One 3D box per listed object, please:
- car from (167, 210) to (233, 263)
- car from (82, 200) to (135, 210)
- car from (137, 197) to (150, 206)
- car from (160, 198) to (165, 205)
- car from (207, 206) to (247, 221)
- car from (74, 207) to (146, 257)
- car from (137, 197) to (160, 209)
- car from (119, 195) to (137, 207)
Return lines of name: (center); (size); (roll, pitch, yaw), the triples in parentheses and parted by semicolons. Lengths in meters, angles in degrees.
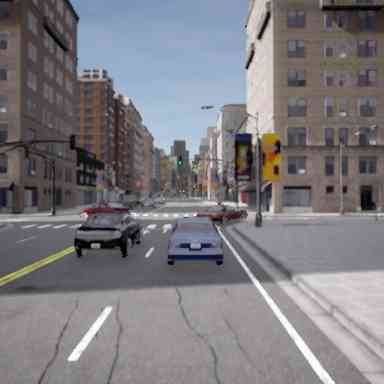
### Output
car: (0.103, 1.611, 12.123); (2.033, 1.411, 5.357); (0, 0, 0)
car: (-7.436, 1.623, 28.285); (5.008, 1.535, 1.882); (0, -2, 39)
car: (-9.738, 1.826, 66.620); (1.882, 1.535, 5.008); (0, 0, 0)
car: (-6.488, 1.889, 66.137); (2.033, 1.411, 5.357); (0, 0, 0)
car: (2.446, 1.712, 25.591); (1.895, 1.301, 4.718); (-1, 0, 36)
car: (-3.146, 1.561, 13.285); (2.128, 1.511, 4.902); (0, 0, 0)
car: (-6.568, 1.747, 50.511); (2.128, 1.511, 4.902); (0, 0, 0)
car: (-9.814, 1.477, 50.892); (2.150, 2.045, 5.566); (0, 0, 0)
